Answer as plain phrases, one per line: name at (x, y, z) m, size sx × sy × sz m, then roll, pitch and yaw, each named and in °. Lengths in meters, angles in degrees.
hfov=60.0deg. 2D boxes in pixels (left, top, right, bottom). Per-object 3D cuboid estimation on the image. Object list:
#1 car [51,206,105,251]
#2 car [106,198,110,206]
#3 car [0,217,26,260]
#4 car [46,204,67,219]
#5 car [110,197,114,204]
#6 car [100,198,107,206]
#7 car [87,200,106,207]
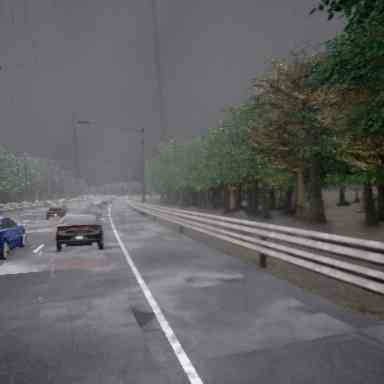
car at (-5.080, 1.664, 15.401) m, size 1.882 × 1.535 × 5.008 m, roll -1°, pitch 0°, yaw -16°
car at (-19.609, 2.302, 73.237) m, size 1.882 × 1.535 × 5.008 m, roll -1°, pitch 0°, yaw -12°
car at (-7.952, 1.686, 13.074) m, size 1.882 × 1.535 × 5.008 m, roll -1°, pitch 0°, yaw -16°
car at (-13.769, 1.973, 34.385) m, size 1.837 × 1.490 × 4.892 m, roll -1°, pitch 0°, yaw -15°
car at (-23.653, 2.345, 92.598) m, size 2.097 × 1.767 × 4.553 m, roll -1°, pitch 0°, yaw -11°
car at (-15.137, 2.158, 53.832) m, size 1.812 × 1.442 × 4.674 m, roll -1°, pitch 0°, yaw -14°
car at (-10.824, 1.990, 36.554) m, size 2.033 × 1.411 × 5.357 m, roll -1°, pitch 0°, yaw -15°
